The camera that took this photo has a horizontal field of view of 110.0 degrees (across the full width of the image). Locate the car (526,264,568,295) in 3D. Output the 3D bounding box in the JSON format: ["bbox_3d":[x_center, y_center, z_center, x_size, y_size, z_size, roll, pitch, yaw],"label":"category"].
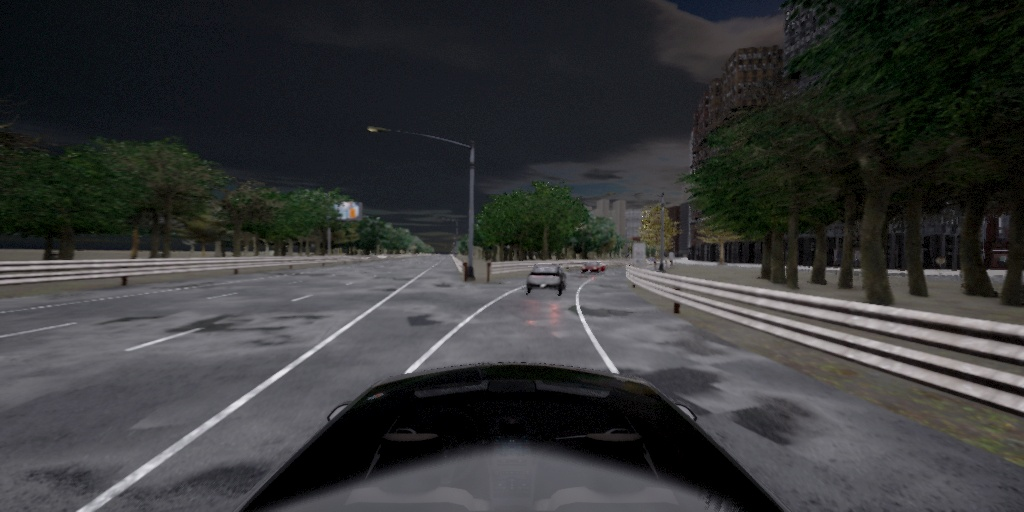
[{"bbox_3d":[1.942,1.198,19.413,2.128,1.511,4.902,1,0,11],"label":"car"}]

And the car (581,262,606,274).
[{"bbox_3d":[9.294,1.322,40.375,1.895,1.301,4.718,1,0,27],"label":"car"}]
